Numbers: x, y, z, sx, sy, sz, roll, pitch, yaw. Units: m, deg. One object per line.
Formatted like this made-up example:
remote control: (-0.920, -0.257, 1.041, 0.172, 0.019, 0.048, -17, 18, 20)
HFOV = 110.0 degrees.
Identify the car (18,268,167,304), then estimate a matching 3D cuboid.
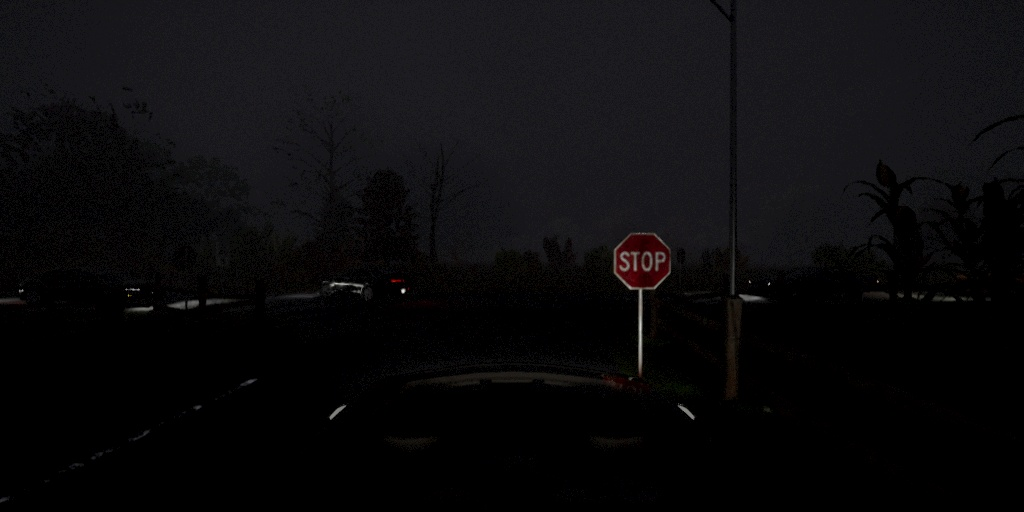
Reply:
car: (-17.161, 1.245, 14.791, 4.892, 1.490, 1.837, 0, 0, 1)

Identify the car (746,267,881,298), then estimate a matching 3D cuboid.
car: (14.535, 1.221, 17.378, 5.357, 1.411, 2.033, 0, 0, 1)

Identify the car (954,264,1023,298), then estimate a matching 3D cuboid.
car: (24.476, 1.127, 17.262, 5.008, 1.535, 1.882, 0, 0, 1)

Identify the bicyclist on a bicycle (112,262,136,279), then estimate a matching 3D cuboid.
bicyclist on a bicycle: (-22.465, 1.189, 20.826, 0.582, 1.620, 1.656, 0, 1, 1)

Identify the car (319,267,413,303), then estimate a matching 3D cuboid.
car: (-6.759, 1.224, 16.447, 4.892, 1.490, 1.837, 0, -2, 29)
